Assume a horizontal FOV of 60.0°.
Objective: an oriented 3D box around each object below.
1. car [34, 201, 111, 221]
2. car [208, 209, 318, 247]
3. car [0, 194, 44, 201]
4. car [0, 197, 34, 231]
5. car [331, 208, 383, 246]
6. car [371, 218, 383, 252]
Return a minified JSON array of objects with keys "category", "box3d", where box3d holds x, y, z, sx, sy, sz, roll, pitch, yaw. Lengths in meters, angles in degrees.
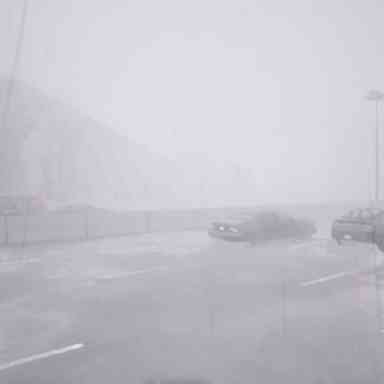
[{"category":"car","box3d":[-8.435,1.510,23.763,5.357,1.411,2.033,0,0,-35]},{"category":"car","box3d":[3.228,1.479,14.652,5.357,1.411,2.033,0,0,-36]},{"category":"car","box3d":[-13.611,1.209,24.374,5.566,2.045,2.150,0,0,-35]},{"category":"car","box3d":[-11.155,1.351,17.526,4.553,1.767,2.097,0,0,-35]},{"category":"car","box3d":[7.629,1.404,13.492,4.902,1.511,2.128,0,0,-36]},{"category":"car","box3d":[6.890,1.438,8.663,4.892,1.490,1.837,0,0,-36]}]
